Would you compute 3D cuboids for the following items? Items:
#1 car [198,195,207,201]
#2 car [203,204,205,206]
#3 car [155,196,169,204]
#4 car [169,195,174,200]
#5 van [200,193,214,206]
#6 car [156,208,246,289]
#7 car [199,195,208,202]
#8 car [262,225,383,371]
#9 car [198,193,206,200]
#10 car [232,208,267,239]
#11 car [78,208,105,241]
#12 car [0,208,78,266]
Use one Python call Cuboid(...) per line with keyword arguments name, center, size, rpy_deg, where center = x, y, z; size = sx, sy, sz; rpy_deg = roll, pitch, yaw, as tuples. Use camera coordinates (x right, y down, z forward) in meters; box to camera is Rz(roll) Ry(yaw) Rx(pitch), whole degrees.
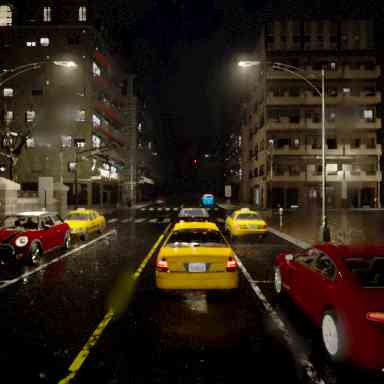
Cuboid(name="car", center=(2.651, 1.495, 83.336), size=(2.008, 1.369, 4.403), rpy_deg=(1, 0, 0))
Cuboid(name="car", center=(0.096, 1.603, 19.616), size=(1.895, 1.301, 4.718), rpy_deg=(0, 0, 0))
Cuboid(name="car", center=(-5.717, 1.556, 60.705), size=(1.802, 1.307, 4.206), rpy_deg=(1, 0, 0))
Cuboid(name="car", center=(-5.733, 1.516, 89.060), size=(1.802, 1.307, 4.206), rpy_deg=(1, 0, 0))
Cuboid(name="van", center=(2.670, 1.321, 54.981), size=(1.690, 1.788, 3.998), rpy_deg=(1, 0, 0))
Cuboid(name="car", center=(0.094, 1.458, 9.127), size=(1.801, 1.575, 5.366), rpy_deg=(0, 0, 0))
Cuboid(name="car", center=(2.654, 1.503, 77.665), size=(2.008, 1.369, 4.403), rpy_deg=(1, 0, 0))
Cuboid(name="car", center=(2.694, 1.546, 5.755), size=(1.887, 1.381, 4.507), rpy_deg=(1, 0, 0))
Cuboid(name="car", center=(2.651, 1.249, 89.007), size=(2.192, 1.841, 5.009), rpy_deg=(1, 0, 0))
Cuboid(name="car", center=(2.688, 1.527, 17.159), size=(1.752, 1.417, 4.829), rpy_deg=(1, 0, 0))
Cuboid(name="car", center=(-5.692, 1.527, 16.831), size=(1.752, 1.417, 4.829), rpy_deg=(1, 0, 0))
Cuboid(name="car", center=(-5.688, 1.442, 11.387), size=(1.967, 1.590, 4.097), rpy_deg=(1, 0, 0))
